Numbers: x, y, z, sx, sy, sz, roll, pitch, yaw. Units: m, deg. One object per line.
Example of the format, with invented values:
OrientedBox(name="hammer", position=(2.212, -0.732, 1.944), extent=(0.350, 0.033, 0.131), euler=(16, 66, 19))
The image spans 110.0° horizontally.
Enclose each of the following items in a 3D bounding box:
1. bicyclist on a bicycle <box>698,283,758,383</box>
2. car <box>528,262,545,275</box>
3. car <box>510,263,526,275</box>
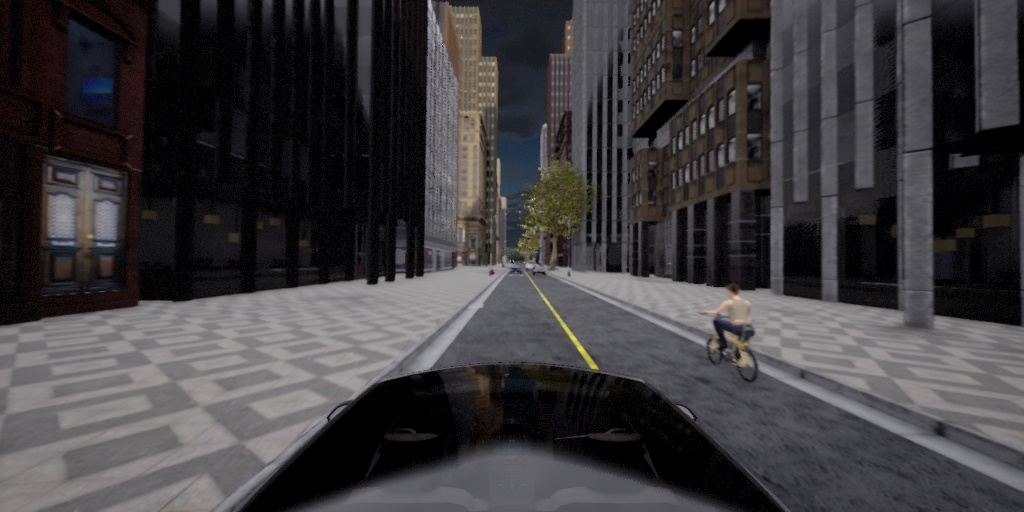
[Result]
OrientedBox(name="bicyclist on a bicycle", position=(3.891, 1.287, 6.412), extent=(0.866, 1.612, 1.509), euler=(1, -1, 0))
OrientedBox(name="car", position=(3.760, 1.987, 51.395), extent=(2.033, 1.411, 5.357), euler=(1, -1, 1))
OrientedBox(name="car", position=(0.613, 1.964, 52.377), extent=(2.033, 1.411, 5.357), euler=(1, -1, 1))
